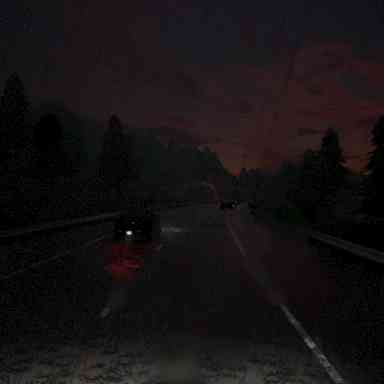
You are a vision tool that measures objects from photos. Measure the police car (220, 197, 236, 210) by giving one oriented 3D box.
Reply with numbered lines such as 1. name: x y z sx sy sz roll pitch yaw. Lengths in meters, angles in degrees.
1. police car: 5.712 1.999 54.561 1.930 1.638 5.238 0 -1 10

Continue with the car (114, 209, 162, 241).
1. car: -2.813 1.691 18.022 1.837 1.490 4.892 0 -1 3

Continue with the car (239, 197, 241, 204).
1. car: 8.660 2.262 69.872 1.812 1.442 4.674 0 -1 12

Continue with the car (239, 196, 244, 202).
1. car: 11.692 2.003 87.230 2.150 2.045 5.566 0 -1 14

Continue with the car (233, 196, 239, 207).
1. car: 7.457 2.026 64.078 2.097 1.767 4.553 0 -1 11
